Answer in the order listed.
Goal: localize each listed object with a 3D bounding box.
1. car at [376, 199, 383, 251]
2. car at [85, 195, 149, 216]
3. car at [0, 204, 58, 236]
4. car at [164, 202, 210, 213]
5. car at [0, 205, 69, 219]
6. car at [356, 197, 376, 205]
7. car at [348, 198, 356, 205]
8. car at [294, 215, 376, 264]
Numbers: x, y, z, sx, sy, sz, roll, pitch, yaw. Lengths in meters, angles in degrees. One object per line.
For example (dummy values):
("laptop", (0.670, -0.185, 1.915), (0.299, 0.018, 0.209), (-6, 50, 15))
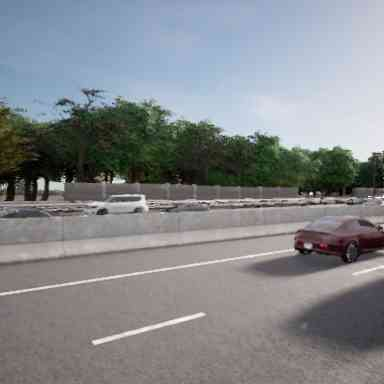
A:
("car", (7.612, 1.262, 9.176), (5.566, 2.045, 2.150), (0, 0, -35))
("car", (-6.552, 1.260, 29.413), (5.566, 2.045, 2.150), (0, 0, -36))
("car", (-10.201, 1.501, 18.212), (4.902, 1.511, 2.128), (0, 0, -35))
("car", (-0.392, 1.613, 29.504), (4.181, 1.385, 1.994), (0, 0, -35))
("car", (-8.164, 1.515, 15.366), (4.892, 1.490, 1.837), (0, 0, -35))
("car", (23.136, 1.571, 41.966), (4.674, 1.442, 1.812), (0, 0, -35))
("car", (27.251, 1.560, 53.446), (5.357, 1.411, 2.033), (0, 0, -35))
("car", (5.616, 1.566, 12.051), (4.674, 1.442, 1.812), (0, 0, -35))
